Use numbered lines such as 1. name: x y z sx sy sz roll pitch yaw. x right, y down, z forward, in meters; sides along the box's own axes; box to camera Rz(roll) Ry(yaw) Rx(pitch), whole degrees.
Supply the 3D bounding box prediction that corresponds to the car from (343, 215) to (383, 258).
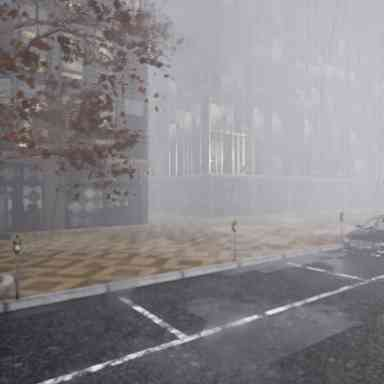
1. car: 6.978 1.479 11.532 4.403 1.369 2.008 0 0 -35
